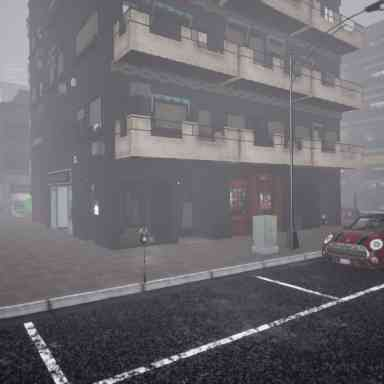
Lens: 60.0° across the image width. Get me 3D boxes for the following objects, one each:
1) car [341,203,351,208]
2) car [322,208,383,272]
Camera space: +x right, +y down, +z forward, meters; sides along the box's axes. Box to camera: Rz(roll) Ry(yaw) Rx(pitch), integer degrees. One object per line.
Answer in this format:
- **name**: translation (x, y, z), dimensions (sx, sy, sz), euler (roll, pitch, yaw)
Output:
- **car**: translation (12.976, 1.589, 30.285), dimensions (1.994, 1.385, 4.181), euler (-1, 1, -36)
- **car**: translation (5.938, 1.437, 10.582), dimensions (4.097, 1.590, 1.967), euler (0, -1, -36)
